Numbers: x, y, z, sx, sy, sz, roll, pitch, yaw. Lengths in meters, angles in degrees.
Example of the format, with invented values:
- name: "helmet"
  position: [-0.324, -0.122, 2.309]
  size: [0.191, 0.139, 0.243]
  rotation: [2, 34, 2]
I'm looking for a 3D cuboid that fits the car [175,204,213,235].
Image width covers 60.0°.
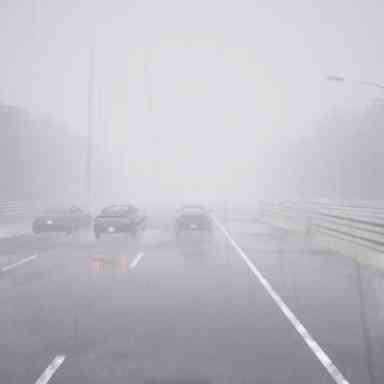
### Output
- name: "car"
  position: [0.096, 1.377, 17.688]
  size: [1.812, 1.442, 4.674]
  rotation: [0, 0, 0]

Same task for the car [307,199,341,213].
- name: "car"
  position: [11.247, 1.360, 29.612]
  size: [1.812, 1.442, 4.674]
  rotation: [0, 0, -13]

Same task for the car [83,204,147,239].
- name: "car"
  position: [-3.405, 1.353, 16.443]
  size: [2.128, 1.511, 4.902]
  rotation: [0, 0, 0]

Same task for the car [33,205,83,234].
- name: "car"
  position: [-6.906, 1.411, 18.162]
  size: [1.994, 1.385, 4.181]
  rotation: [0, 0, 0]
